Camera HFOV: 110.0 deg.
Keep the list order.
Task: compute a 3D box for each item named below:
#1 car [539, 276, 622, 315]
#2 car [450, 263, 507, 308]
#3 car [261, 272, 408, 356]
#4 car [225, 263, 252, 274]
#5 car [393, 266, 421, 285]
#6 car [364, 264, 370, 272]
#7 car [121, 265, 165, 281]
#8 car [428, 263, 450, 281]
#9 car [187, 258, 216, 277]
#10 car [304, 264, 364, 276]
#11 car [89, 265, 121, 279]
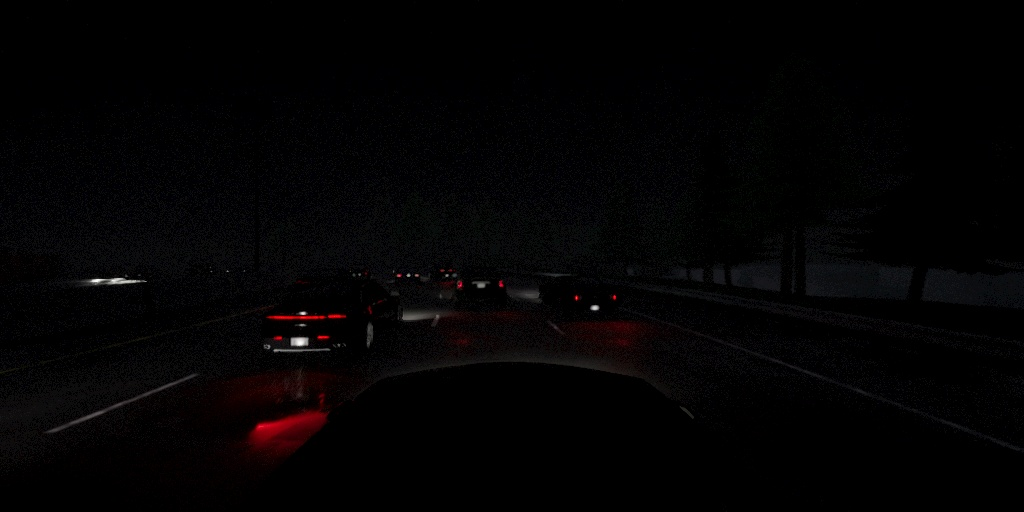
[{"bbox_3d":[2.389,1.407,13.919,1.895,1.301,4.718,0,0,-8],"label":"car"},{"bbox_3d":[-1.550,1.175,15.852,2.097,1.767,4.553,0,0,-10],"label":"car"},{"bbox_3d":[-4.037,1.298,8.828,1.837,1.490,4.892,0,0,-6],"label":"car"},{"bbox_3d":[-28.515,1.509,37.414,1.812,1.442,4.674,0,-1,-33],"label":"car"},{"bbox_3d":[-8.166,1.443,27.785,2.033,1.411,5.357,0,0,-19],"label":"car"},{"bbox_3d":[-14.359,1.462,33.575,1.812,1.442,4.674,0,0,-25],"label":"car"},{"bbox_3d":[-34.495,1.542,33.818,1.994,1.385,4.181,0,0,-33],"label":"car"},{"bbox_3d":[-6.458,1.422,32.879,1.837,1.490,4.892,0,0,-22],"label":"car"},{"bbox_3d":[-34.317,1.230,39.748,2.150,2.045,5.566,0,-1,-37],"label":"car"},{"bbox_3d":[-9.010,1.325,17.807,1.882,1.535,5.008,0,0,-12],"label":"car"},{"bbox_3d":[-40.110,1.563,35.772,1.994,1.385,4.181,0,0,-38],"label":"car"}]
